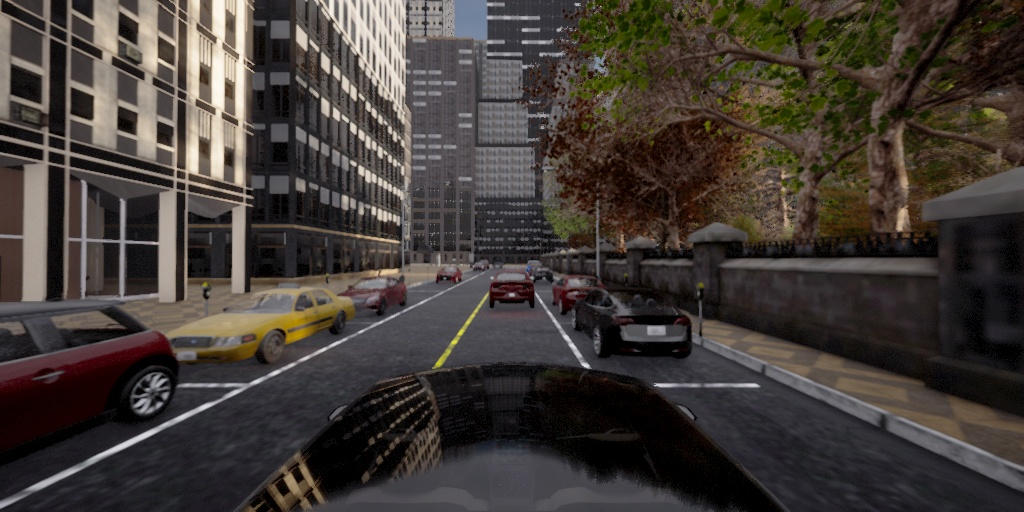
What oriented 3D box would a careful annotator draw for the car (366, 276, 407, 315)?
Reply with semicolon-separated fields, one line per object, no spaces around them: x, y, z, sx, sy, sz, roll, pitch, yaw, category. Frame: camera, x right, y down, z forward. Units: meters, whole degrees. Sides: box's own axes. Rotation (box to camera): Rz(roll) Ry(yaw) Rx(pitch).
-5.318;1.445;13.987;1.802;1.307;4.207;0;0;0;car

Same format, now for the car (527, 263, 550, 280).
2.559;1.565;30.620;2.007;1.370;4.403;0;0;0;car

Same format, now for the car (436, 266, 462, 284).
-5.321;1.560;30.622;1.888;1.381;4.507;0;0;0;car

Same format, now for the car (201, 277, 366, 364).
-5.317;1.337;8.273;1.751;1.417;4.829;0;0;0;car

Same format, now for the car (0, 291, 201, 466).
-5.316;1.201;2.898;1.967;1.591;4.097;0;0;0;car

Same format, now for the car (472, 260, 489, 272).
-5.327;1.700;58.346;1.967;1.591;4.097;0;0;0;car

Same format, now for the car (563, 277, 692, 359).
2.564;1.378;8.440;1.948;1.339;4.313;0;0;0;car

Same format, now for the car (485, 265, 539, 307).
0.003;1.363;16.327;1.882;1.535;5.008;0;0;0;car

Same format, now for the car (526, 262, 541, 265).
2.558;1.610;36.166;1.888;1.381;4.507;0;0;0;car

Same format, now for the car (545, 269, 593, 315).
2.563;1.408;13.985;1.888;1.381;4.507;0;0;0;car
